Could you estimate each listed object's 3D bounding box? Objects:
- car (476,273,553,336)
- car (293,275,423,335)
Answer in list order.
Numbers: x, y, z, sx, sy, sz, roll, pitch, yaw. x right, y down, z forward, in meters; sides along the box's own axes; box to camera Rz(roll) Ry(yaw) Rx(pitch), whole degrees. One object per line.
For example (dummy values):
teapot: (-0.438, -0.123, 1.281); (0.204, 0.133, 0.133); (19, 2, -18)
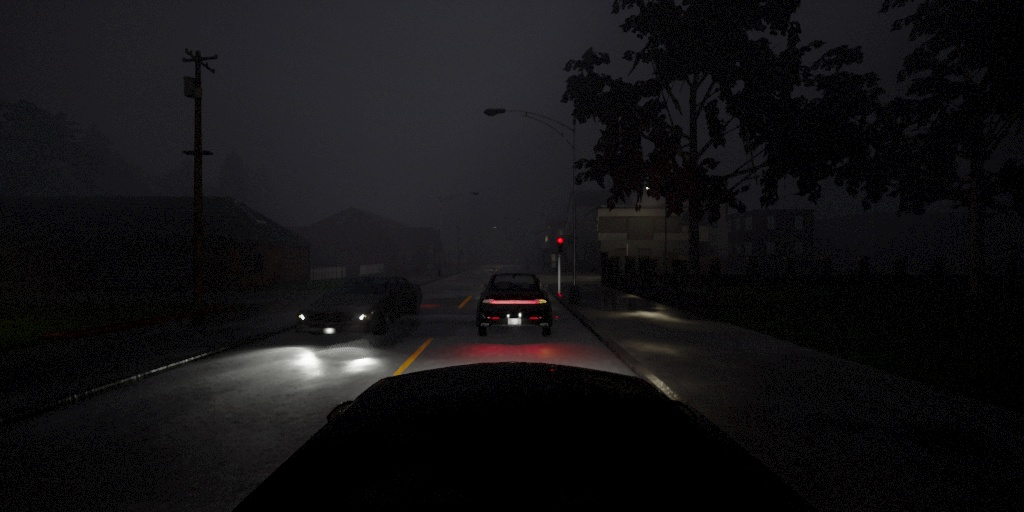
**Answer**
car: (0.060, 1.240, 10.376); (2.128, 1.511, 4.902); (0, 0, 0)
car: (-4.104, 1.296, 10.724); (2.033, 1.411, 5.357); (0, 0, 0)
